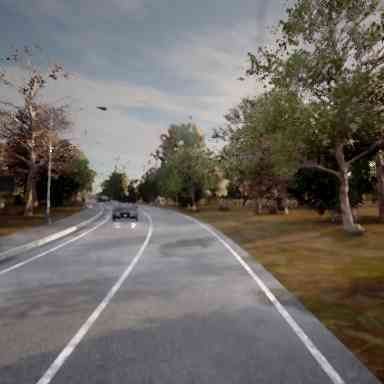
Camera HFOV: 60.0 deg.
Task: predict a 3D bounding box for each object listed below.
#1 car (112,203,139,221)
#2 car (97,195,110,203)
[{"bbox_3d":[-5.321,1.579,26.969,1.994,1.385,4.181,1,0,-9],"label":"car"},{"bbox_3d":[-17.664,1.406,66.467,2.033,1.411,5.357,2,-1,-25],"label":"car"}]
